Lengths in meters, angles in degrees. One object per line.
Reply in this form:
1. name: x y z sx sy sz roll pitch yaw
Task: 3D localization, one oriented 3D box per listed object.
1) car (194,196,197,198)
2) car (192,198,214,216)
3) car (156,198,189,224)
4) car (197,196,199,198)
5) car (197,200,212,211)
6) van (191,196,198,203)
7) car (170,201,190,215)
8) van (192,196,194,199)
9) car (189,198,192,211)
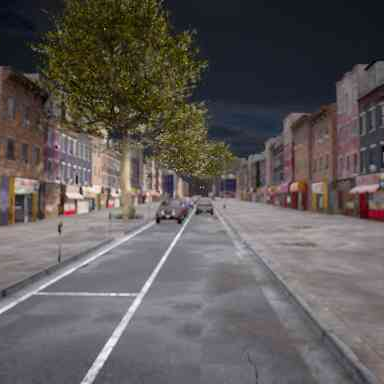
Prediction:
1. car: -0.653 1.812 54.446 1.967 1.590 4.097 2 0 2
2. car: 1.388 1.742 36.326 2.128 1.511 4.902 0 0 2
3. car: -1.660 1.498 26.790 2.192 1.841 5.009 2 0 2
4. car: 0.151 2.117 76.570 1.802 1.307 4.206 2 0 2
5. car: 1.737 1.884 46.461 1.994 1.385 4.181 0 0 2
6. van: 0.763 2.010 93.166 1.690 1.788 3.998 2 0 2
7. car: -1.262 1.803 37.851 1.887 1.381 4.507 2 0 2
8. van: -1.054 1.637 43.384 1.690 1.788 3.998 2 0 2
9. car: -1.457 1.535 32.321 2.192 1.841 5.009 2 0 2
